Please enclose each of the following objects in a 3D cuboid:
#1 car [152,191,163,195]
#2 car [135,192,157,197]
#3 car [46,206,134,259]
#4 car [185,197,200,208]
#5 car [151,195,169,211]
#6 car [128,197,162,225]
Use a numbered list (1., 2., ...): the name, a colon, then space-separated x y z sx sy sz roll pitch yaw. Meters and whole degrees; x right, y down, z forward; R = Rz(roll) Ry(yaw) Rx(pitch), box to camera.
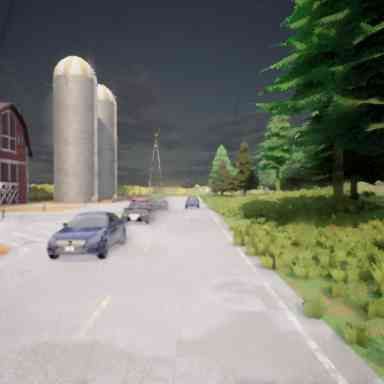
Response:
1. car: -9.464 0.944 93.533 3.988 1.617 1.851 0 0 -1
2. car: -9.009 1.217 60.525 4.181 1.381 1.994 0 0 -1
3. car: -3.686 1.472 12.517 1.812 1.442 4.674 0 0 2
4. car: 0.064 1.290 42.201 2.033 1.411 5.357 0 0 1
5. car: -3.540 1.360 36.132 1.994 1.385 4.181 0 0 0
6. car: -3.580 1.372 23.010 2.128 1.511 4.902 0 0 0
